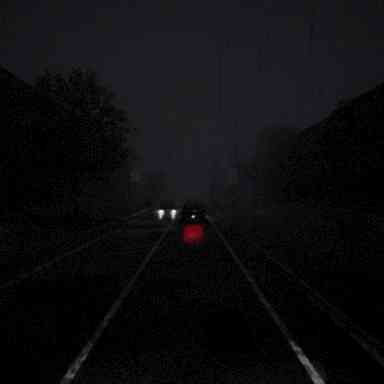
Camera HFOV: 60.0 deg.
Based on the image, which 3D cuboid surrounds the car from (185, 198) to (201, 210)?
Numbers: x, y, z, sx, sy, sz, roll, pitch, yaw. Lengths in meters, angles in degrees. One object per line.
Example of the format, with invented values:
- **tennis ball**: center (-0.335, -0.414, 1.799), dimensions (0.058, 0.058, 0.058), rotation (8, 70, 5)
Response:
- **car**: center (0.097, 1.520, 42.938), dimensions (1.994, 1.385, 4.181), rotation (0, 0, 0)

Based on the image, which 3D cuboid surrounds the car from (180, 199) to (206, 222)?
- **car**: center (0.098, 1.527, 26.694), dimensions (1.837, 1.490, 4.892), rotation (0, 1, 0)

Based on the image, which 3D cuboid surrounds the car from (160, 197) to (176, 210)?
- **car**: center (-3.090, 1.432, 43.213), dimensions (1.882, 1.535, 5.008), rotation (0, 0, 0)
